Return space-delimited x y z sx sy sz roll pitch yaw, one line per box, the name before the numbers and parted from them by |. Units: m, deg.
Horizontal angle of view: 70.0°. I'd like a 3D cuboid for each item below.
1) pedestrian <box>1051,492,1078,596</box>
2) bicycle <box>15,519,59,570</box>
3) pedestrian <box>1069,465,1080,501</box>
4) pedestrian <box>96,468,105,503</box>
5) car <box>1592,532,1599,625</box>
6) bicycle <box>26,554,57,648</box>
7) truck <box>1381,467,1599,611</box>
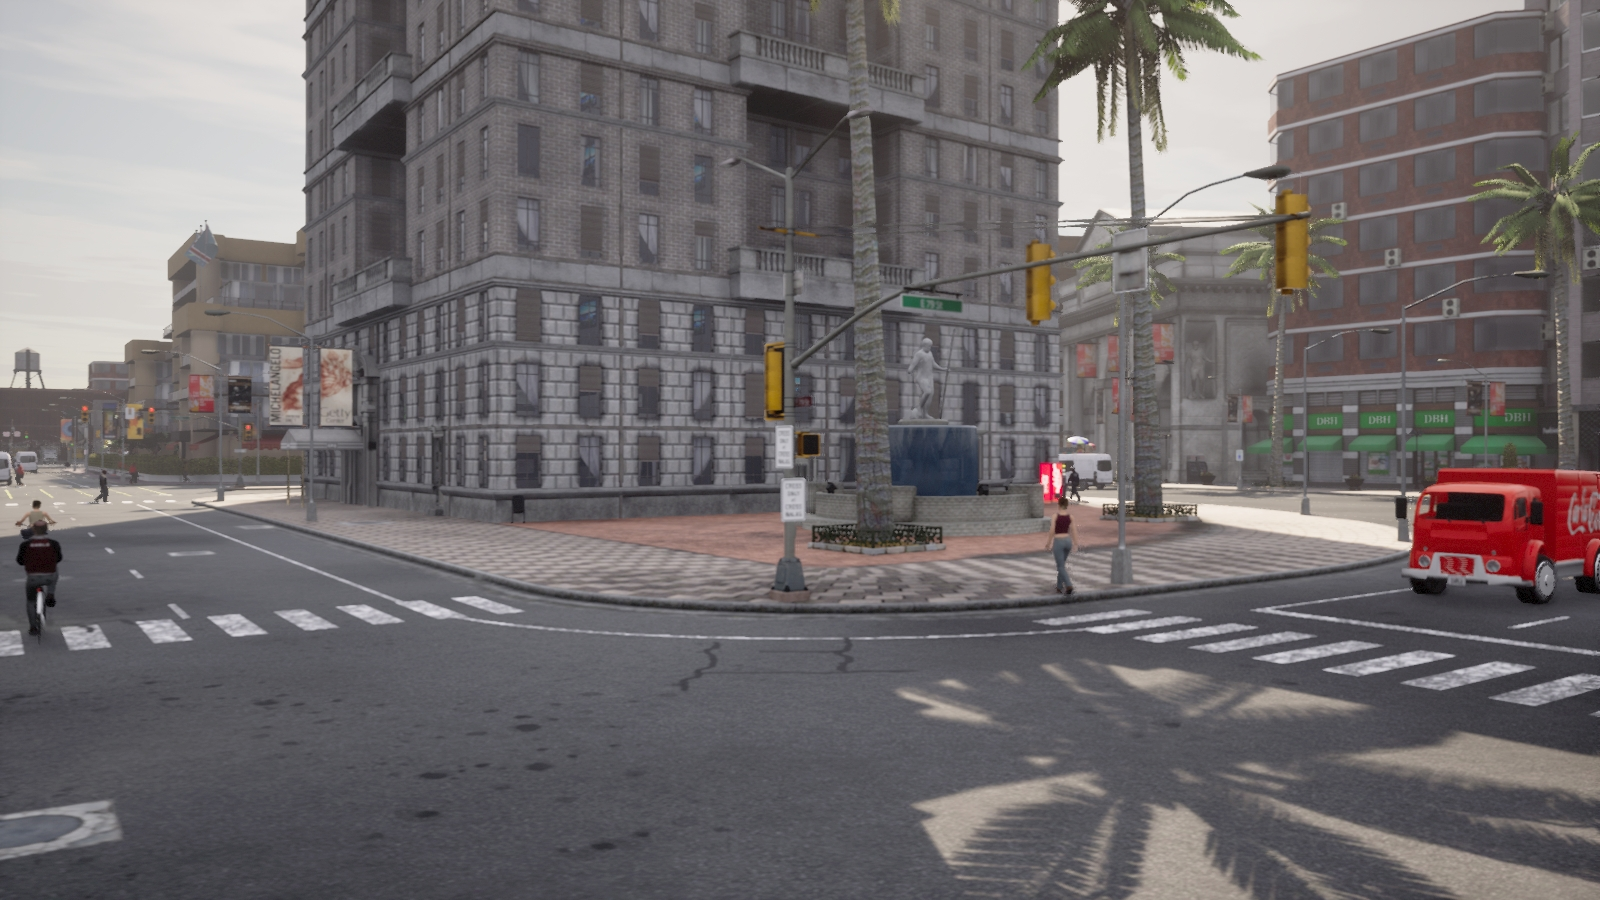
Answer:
pedestrian | 4.836 1.708 20.894 0.375 1.860 0.375 0 0 -5
bicycle | -18.430 2.257 27.575 0.859 1.080 1.487 0 0 -35
pedestrian | 14.223 1.729 59.245 0.375 1.860 0.375 0 0 -28
pedestrian | -36.553 1.851 59.725 0.375 1.860 0.375 0 0 -36
car | 14.982 2.083 19.107 4.193 1.474 1.816 0 0 -40
bicycle | -11.290 2.211 17.025 0.329 1.171 1.835 0 0 -32
truck | 13.964 1.599 22.533 5.204 2.467 2.627 1 -1 -40
